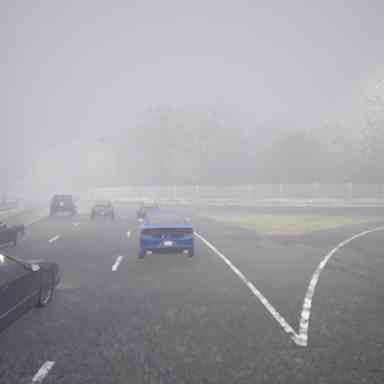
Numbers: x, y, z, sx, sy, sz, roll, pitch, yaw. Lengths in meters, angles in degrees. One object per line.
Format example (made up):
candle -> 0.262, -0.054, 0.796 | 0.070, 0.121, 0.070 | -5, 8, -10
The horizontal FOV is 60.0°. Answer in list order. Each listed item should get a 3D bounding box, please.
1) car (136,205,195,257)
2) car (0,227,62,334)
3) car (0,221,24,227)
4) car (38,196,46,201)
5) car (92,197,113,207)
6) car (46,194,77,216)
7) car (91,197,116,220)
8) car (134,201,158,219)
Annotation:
car -> -1.077, 1.474, 12.980 | 1.882, 1.535, 5.008 | 0, 0, -8
car -> -3.648, 1.553, 4.817 | 2.033, 1.411, 5.357 | 0, 0, -3
car -> -7.888, 1.612, 12.253 | 1.895, 1.301, 4.718 | 0, 0, -8
car -> -36.183, 1.635, 82.001 | 4.718, 1.301, 1.895 | 0, 0, 44
car -> -14.664, 1.554, 54.451 | 2.033, 1.411, 5.357 | 0, 0, -30
car -> -12.589, 1.233, 32.666 | 2.150, 2.045, 5.566 | 0, 0, -17
car -> -7.666, 1.495, 28.733 | 2.128, 1.511, 4.902 | 0, 0, -14
car -> -3.566, 1.487, 26.663 | 2.128, 1.511, 4.902 | 0, 0, -13
